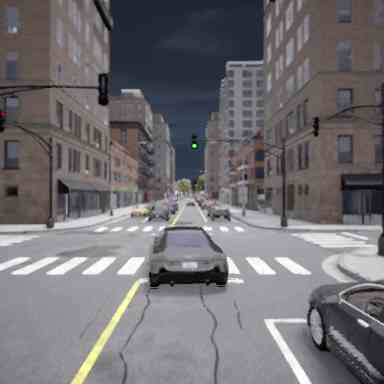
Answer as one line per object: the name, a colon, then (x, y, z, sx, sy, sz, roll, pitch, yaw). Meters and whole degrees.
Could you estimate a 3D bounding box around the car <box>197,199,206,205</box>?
car: (2.357, 2.465, 81.566, 1.947, 1.339, 4.313, 0, -1, 0)

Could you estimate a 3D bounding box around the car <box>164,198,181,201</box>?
car: (-3.012, 2.117, 51.076, 2.033, 1.411, 5.357, 0, -1, -1)

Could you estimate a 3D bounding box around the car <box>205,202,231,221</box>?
car: (2.535, 1.891, 30.434, 2.008, 1.369, 4.403, 0, -1, 0)

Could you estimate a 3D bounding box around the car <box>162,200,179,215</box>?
car: (-2.978, 2.020, 40.709, 1.994, 1.385, 4.181, 0, -1, 0)

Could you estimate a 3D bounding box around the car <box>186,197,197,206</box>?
car: (-0.234, 2.373, 70.328, 1.895, 1.301, 4.718, 0, -1, 0)

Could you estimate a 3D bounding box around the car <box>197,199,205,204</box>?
car: (2.336, 2.488, 87.418, 1.752, 1.417, 4.829, 0, -1, 0)

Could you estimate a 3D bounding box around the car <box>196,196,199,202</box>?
car: (2.416, 2.028, 64.525, 2.192, 1.841, 5.009, 0, -1, 0)

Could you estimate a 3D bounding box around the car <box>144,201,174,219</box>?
car: (-2.942, 1.851, 30.804, 1.837, 1.490, 4.892, 0, -1, 0)

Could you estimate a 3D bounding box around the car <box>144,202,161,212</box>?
car: (-5.549, 2.097, 47.447, 1.947, 1.339, 4.313, 0, -1, 0)

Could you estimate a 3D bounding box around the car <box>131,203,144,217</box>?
car: (-5.509, 1.930, 35.916, 1.752, 1.417, 4.829, 0, -1, 0)

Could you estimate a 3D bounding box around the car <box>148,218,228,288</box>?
car: (-0.255, 1.674, 9.657, 1.994, 1.385, 4.181, 0, -1, -6)

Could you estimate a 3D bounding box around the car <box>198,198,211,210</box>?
car: (2.456, 2.030, 53.160, 1.967, 1.590, 4.097, 0, -1, 0)

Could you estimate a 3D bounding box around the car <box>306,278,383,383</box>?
car: (2.631, 1.591, 3.560, 2.008, 1.369, 4.403, 0, -1, 0)

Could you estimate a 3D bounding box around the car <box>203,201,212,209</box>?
car: (2.515, 1.985, 36.115, 1.802, 1.307, 4.206, 0, -1, 0)
